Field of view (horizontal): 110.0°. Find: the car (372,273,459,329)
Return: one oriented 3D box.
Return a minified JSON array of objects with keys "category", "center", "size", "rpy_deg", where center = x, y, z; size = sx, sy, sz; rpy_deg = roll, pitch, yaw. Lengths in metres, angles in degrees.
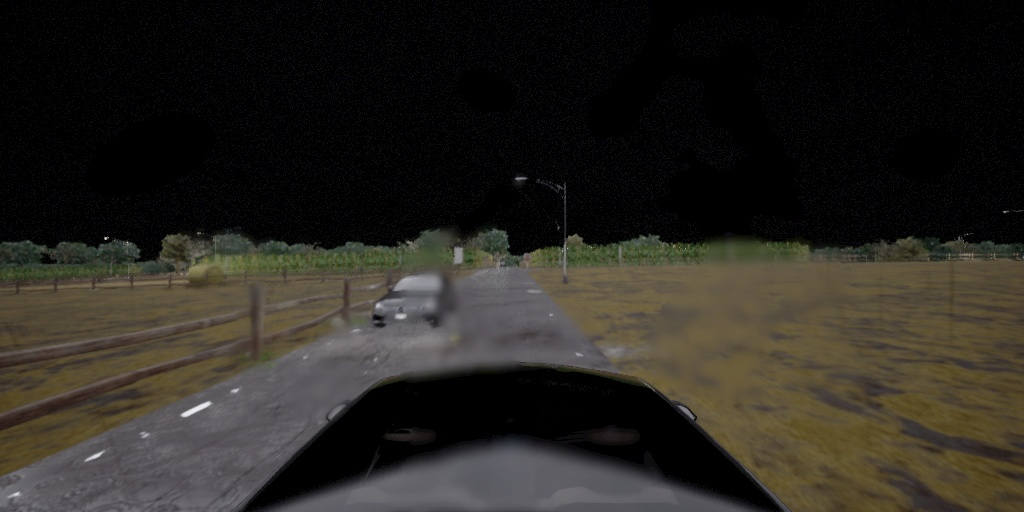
[{"category":"car","center":[-2.847,1.296,11.531],"size":[1.812,1.442,4.674],"rpy_deg":[0,0,0]}]
